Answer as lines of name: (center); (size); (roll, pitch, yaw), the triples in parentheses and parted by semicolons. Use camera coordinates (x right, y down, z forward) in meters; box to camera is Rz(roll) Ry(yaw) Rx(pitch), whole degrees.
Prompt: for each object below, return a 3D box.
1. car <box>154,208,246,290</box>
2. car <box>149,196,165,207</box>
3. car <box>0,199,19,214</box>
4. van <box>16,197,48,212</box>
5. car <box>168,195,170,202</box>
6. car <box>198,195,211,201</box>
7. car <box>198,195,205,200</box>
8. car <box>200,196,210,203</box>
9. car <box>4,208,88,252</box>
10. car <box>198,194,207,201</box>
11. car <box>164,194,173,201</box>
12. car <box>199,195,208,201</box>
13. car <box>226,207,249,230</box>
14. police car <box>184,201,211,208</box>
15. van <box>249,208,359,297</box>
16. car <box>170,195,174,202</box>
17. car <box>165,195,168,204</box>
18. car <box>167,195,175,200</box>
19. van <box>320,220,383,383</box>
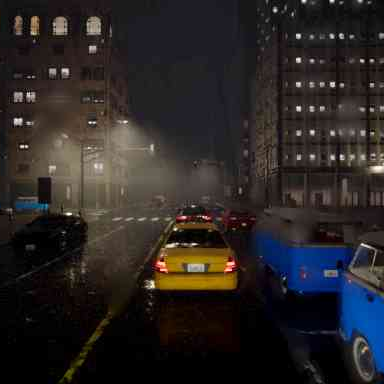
car: (0.096, 1.458, 9.056); (1.801, 1.575, 5.366); (0, 0, 0)
car: (-5.686, 1.572, 51.893); (1.802, 1.307, 4.206); (1, 0, 0)
car: (-19.847, 1.620, 32.380); (4.403, 1.369, 2.008); (0, 0, 1)
van: (-19.740, 1.524, 40.761); (3.998, 1.788, 1.690); (0, 0, 1)
car: (-5.687, 1.560, 63.196); (1.802, 1.307, 4.206); (1, 0, 0)
car: (2.693, 1.529, 63.196); (2.008, 1.369, 4.403); (1, 0, 0)
car: (2.690, 1.472, 91.624); (1.752, 1.417, 4.829); (1, 0, 0)
car: (2.693, 1.517, 68.848); (1.887, 1.381, 4.507); (1, 0, 0)
car: (-5.682, 1.567, 13.878); (1.947, 1.339, 4.313); (1, 0, 0)
car: (2.692, 1.394, 85.803); (1.967, 1.590, 4.097); (1, 0, 0)
car: (-5.687, 1.400, 80.151); (1.967, 1.590, 4.097); (1, 0, 0)
car: (2.691, 1.510, 80.150); (2.008, 1.369, 4.403); (1, 0, 0)
car: (2.698, 1.545, 19.450); (1.887, 1.381, 4.507); (1, 0, 0)
police car: (0.102, 1.505, 19.375); (2.038, 1.542, 4.974); (0, 0, 0)
van: (2.702, 1.343, 8.296); (1.690, 1.788, 3.998); (1, 0, 0)
car: (-5.688, 1.517, 74.499); (2.008, 1.369, 4.403); (1, 0, 0)
car: (-5.684, 1.425, 57.546); (1.967, 1.590, 4.097); (1, 0, 0)
car: (-5.690, 1.472, 91.285); (1.752, 1.417, 4.829); (1, 0, 0)
van: (2.703, 1.342, 2.720); (1.690, 1.788, 3.998); (1, 0, 0)
